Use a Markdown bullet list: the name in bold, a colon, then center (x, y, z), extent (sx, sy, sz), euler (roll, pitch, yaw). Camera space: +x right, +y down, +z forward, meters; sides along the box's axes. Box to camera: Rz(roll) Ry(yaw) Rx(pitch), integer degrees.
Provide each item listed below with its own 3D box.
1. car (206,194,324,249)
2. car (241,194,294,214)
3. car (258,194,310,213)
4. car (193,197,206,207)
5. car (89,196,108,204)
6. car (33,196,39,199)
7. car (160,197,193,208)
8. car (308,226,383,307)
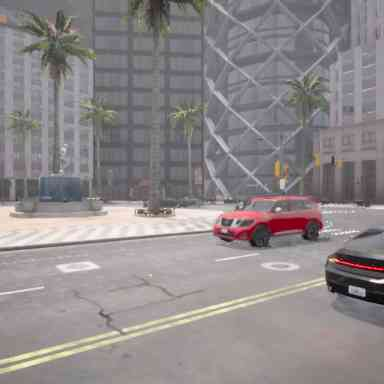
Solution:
- **car**: center (3.590, 1.219, 14.990), extent (5.566, 2.045, 2.150), euler (0, 0, -35)
- **car**: center (8.080, 1.215, 35.971), extent (2.150, 2.045, 5.566), euler (0, 0, -36)
- **car**: center (10.537, 1.214, 38.559), extent (2.150, 2.045, 5.566), euler (0, 0, -37)
- **car**: center (-0.186, 1.484, 49.589), extent (4.902, 1.511, 2.128), euler (0, 0, 32)
- **car**: center (-18.253, 1.472, 62.133), extent (5.008, 1.535, 1.882), euler (0, 0, 2)
- **car**: center (-28.454, 1.489, 61.334), extent (4.902, 1.511, 2.128), euler (0, 0, -10)
- **car**: center (-2.897, 1.471, 47.246), extent (5.008, 1.535, 1.882), euler (0, 0, 30)
- **car**: center (4.892, 1.503, 7.279), extent (4.892, 1.490, 1.837), euler (0, 0, -35)
